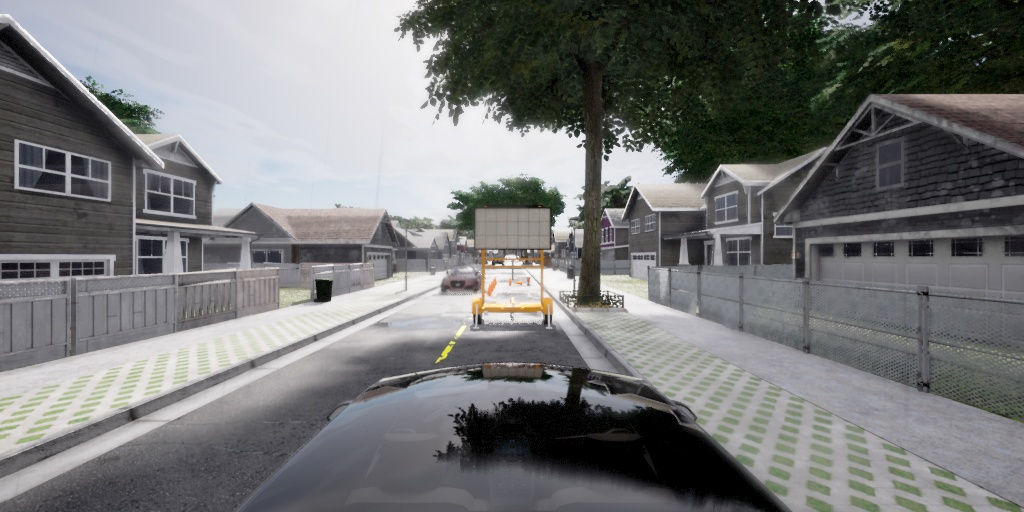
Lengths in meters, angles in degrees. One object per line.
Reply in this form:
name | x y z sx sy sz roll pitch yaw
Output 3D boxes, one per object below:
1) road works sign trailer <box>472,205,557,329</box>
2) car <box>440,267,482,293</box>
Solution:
road works sign trailer | 0.023 0.213 11.244 2.380 3.560 2.880 0 0 0
car | -2.817 1.307 20.602 1.994 1.385 4.181 0 0 0
